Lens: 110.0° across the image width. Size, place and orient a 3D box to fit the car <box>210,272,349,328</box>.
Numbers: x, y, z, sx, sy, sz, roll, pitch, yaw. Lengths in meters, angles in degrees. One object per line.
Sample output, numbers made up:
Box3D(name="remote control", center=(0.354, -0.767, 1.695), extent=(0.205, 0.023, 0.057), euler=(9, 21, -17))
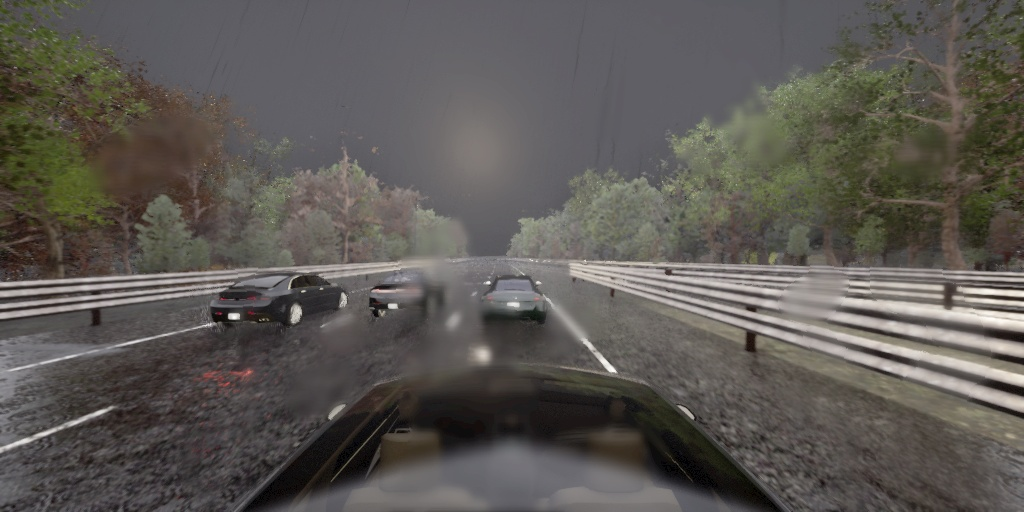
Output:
Box3D(name="car", center=(-6.947, 1.257, 11.376), extent=(1.837, 1.490, 4.892), euler=(0, 0, 0))

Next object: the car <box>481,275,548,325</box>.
Box3D(name="car", center=(0.050, 1.314, 11.884), extent=(1.994, 1.385, 4.181), euler=(0, 0, 0))

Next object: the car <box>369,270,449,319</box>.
Box3D(name="car", center=(-3.458, 1.243, 12.822), extent=(2.128, 1.511, 4.902), euler=(0, 0, 0))
